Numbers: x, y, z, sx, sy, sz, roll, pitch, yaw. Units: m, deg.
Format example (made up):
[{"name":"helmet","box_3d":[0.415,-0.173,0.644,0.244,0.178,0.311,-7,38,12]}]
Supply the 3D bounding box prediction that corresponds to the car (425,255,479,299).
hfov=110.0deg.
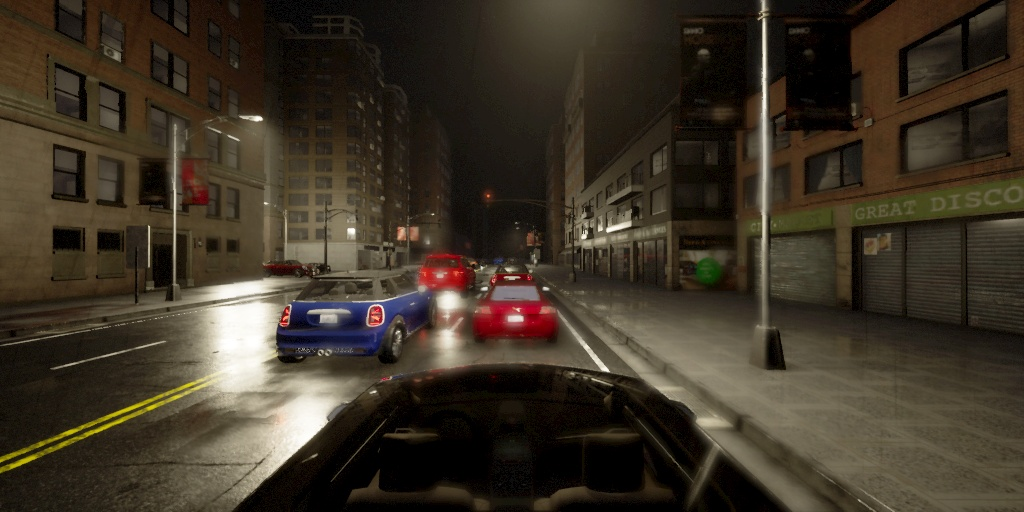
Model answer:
[{"name":"car","box_3d":[-3.139,0.974,18.328,2.150,2.045,5.566,0,0,0]}]

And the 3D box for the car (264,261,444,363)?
[{"name":"car","box_3d":[-3.142,1.103,8.289,2.097,1.767,4.553,0,0,0]}]

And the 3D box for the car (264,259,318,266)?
[{"name":"car","box_3d":[-20.772,1.103,33.621,4.553,1.767,2.097,0,0,2]}]

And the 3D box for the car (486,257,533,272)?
[{"name":"car","box_3d":[0.011,1.104,18.289,2.097,1.767,4.553,0,0,0]}]

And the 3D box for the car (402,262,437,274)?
[{"name":"car","box_3d":[-10.665,1.364,41.686,1.895,1.301,4.718,0,0,15]}]

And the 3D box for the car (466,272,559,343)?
[{"name":"car","box_3d":[0.098,1.315,9.671,1.994,1.385,4.181,0,0,0]}]
